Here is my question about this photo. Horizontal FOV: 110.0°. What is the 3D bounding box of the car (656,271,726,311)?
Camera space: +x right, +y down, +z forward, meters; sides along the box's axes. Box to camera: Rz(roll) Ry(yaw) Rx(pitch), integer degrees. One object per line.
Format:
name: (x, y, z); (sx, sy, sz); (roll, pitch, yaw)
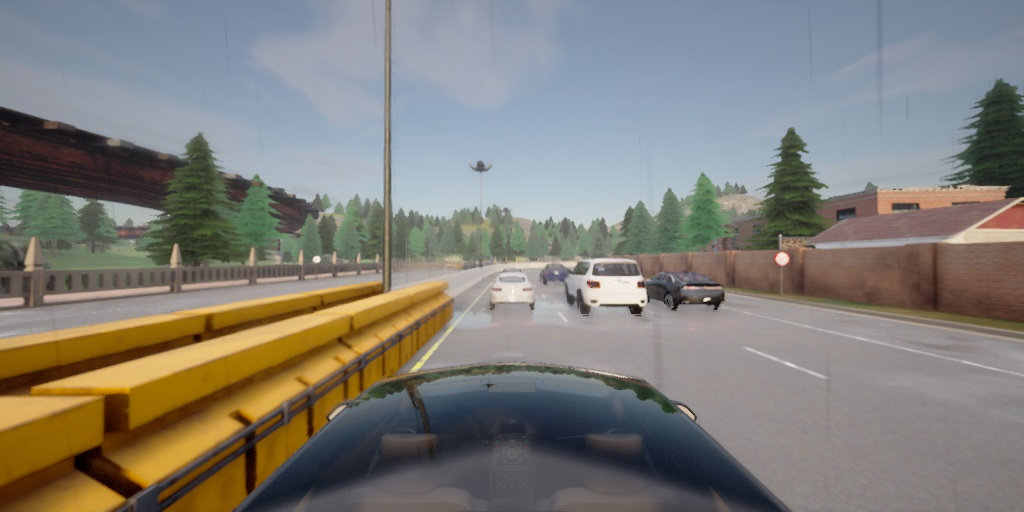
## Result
car: (7.020, 1.391, 15.336); (2.128, 1.511, 4.902); (0, 0, 0)

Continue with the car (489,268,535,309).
car: (0.023, 1.428, 15.729); (1.812, 1.442, 4.674); (0, 0, 0)

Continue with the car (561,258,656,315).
car: (3.512, 1.113, 14.389); (2.150, 2.045, 5.566); (0, 0, 0)

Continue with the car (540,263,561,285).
car: (3.532, 1.412, 30.256); (2.097, 1.767, 4.553); (0, -1, 0)
